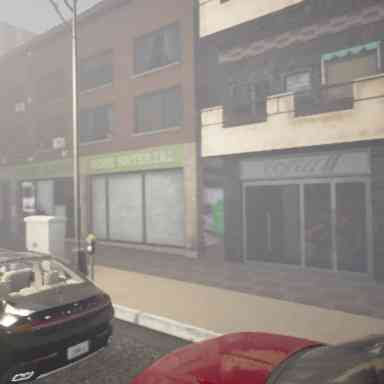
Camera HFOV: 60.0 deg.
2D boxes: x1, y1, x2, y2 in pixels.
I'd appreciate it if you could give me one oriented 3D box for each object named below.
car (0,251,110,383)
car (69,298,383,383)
[{"bbox_3d":[-3.080,1.589,5.089,4.403,1.369,2.008,0,-1,36],"label":"car"},{"bbox_3d":[1.534,1.543,1.793,4.507,1.381,1.887,0,-1,36],"label":"car"}]
